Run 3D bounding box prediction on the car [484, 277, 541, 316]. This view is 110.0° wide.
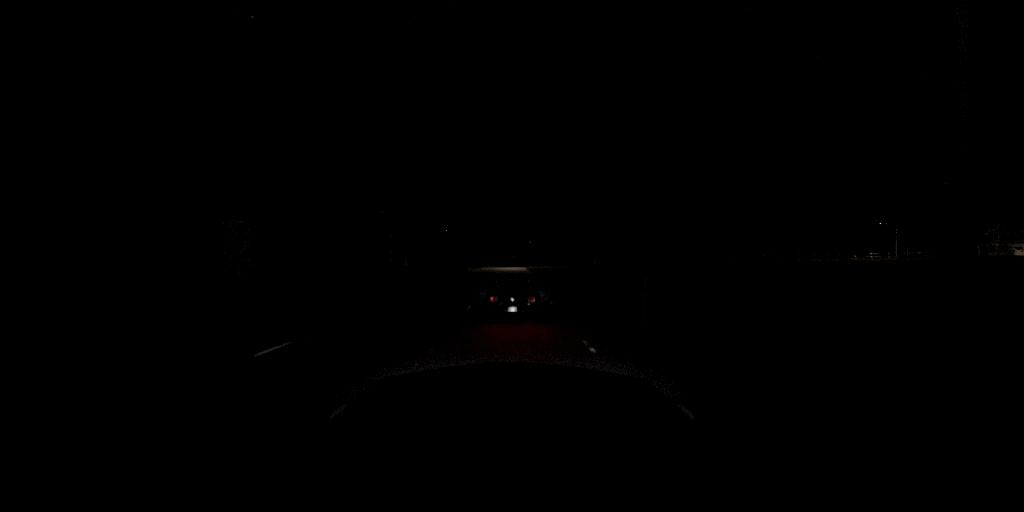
[{"bbox_3d":[0.038,1.438,13.731,1.895,1.301,4.718,0,0,0],"label":"car"}]
